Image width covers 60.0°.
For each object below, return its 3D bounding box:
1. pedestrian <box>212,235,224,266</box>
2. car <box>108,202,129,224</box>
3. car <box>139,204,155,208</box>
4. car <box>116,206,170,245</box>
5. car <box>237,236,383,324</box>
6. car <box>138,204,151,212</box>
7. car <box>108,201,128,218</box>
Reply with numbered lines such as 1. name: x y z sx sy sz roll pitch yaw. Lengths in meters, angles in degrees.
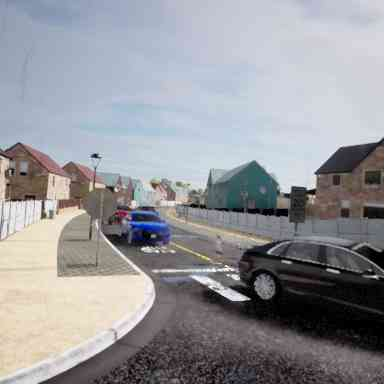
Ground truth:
1. pedestrian: 0.926 1.956 11.344 0.500 1.100 0.500 4 -2 -22
2. car: -6.140 1.860 28.788 2.097 1.767 4.553 4 -2 -15
3. car: -4.899 2.180 35.660 2.097 1.767 4.553 4 -2 -14
4. car: -2.561 1.781 17.479 1.882 1.535 5.008 4 -2 -19
5. car: 3.239 1.762 6.977 4.892 1.490 1.837 1 -3 45
6. car: -8.592 2.878 60.332 1.994 1.385 4.181 4 -2 -4
7. car: -8.973 2.079 40.739 2.097 1.767 4.553 4 -2 -10
